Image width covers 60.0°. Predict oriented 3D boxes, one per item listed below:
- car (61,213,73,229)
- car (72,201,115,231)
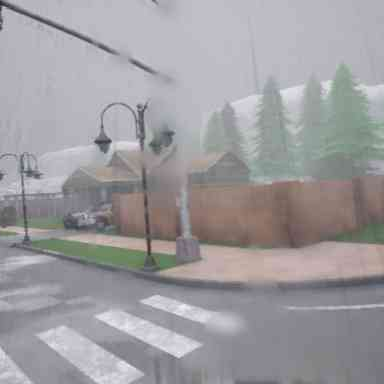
[{"bbox_3d":[-7.356,1.678,24.315,3.866,1.878,1.905,-4,0,-44],"label":"car"},{"bbox_3d":[-5.343,1.541,22.766,4.605,1.855,1.932,-4,0,-44],"label":"car"}]
